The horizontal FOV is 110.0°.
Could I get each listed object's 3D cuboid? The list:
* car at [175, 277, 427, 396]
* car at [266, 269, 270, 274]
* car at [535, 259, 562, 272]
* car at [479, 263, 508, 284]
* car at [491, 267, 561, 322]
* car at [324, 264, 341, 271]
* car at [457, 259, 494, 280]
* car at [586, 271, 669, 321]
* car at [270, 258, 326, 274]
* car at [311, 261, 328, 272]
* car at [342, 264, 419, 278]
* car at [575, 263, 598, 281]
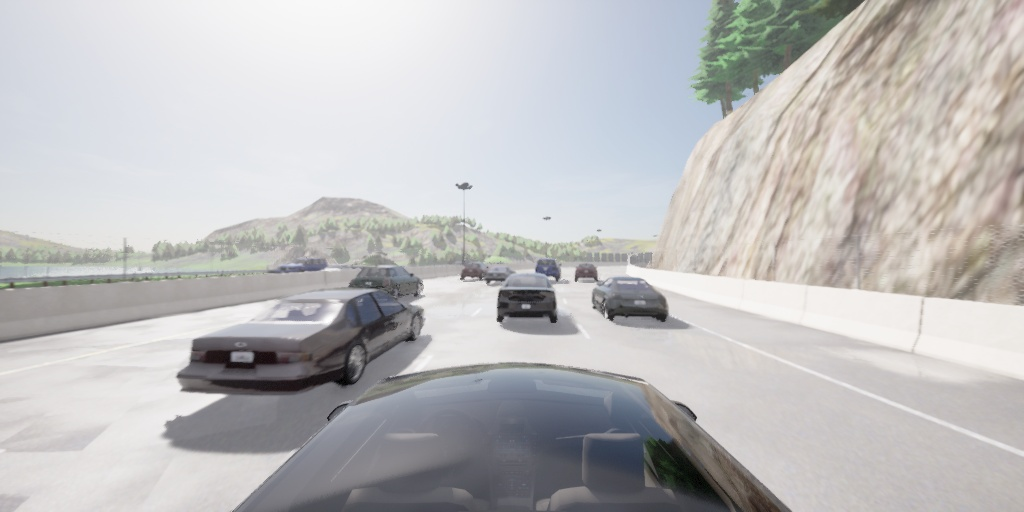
[{"bbox_3d":[-3.262,1.336,7.008,2.033,1.411,5.357,0,-1,3],"label":"car"},{"bbox_3d":[-24.255,1.519,39.142,1.837,1.490,4.892,0,-1,12],"label":"car"},{"bbox_3d":[3.470,1.284,34.271,2.150,2.045,5.566,0,-1,11],"label":"car"},{"bbox_3d":[-0.890,1.556,30.053,2.033,1.411,5.357,0,-1,10],"label":"car"},{"bbox_3d":[0.576,1.332,12.844,1.882,1.535,5.008,0,0,4],"label":"car"},{"bbox_3d":[-14.720,1.593,33.217,1.895,1.301,4.718,0,-1,10],"label":"car"},{"bbox_3d":[-3.430,1.401,35.267,2.097,1.767,4.553,0,-1,11],"label":"car"},{"bbox_3d":[4.112,1.433,13.108,1.994,1.385,4.181,0,-1,4],"label":"car"},{"bbox_3d":[-21.209,1.226,36.613,2.150,2.045,5.566,0,-1,11],"label":"car"},{"bbox_3d":[-17.672,1.537,36.389,1.812,1.442,4.674,0,-1,11],"label":"car"},{"bbox_3d":[-6.028,1.230,17.676,2.097,1.767,4.553,0,0,5],"label":"car"},{"bbox_3d":[7.152,1.430,34.626,2.097,1.767,4.553,0,-1,12],"label":"car"}]
